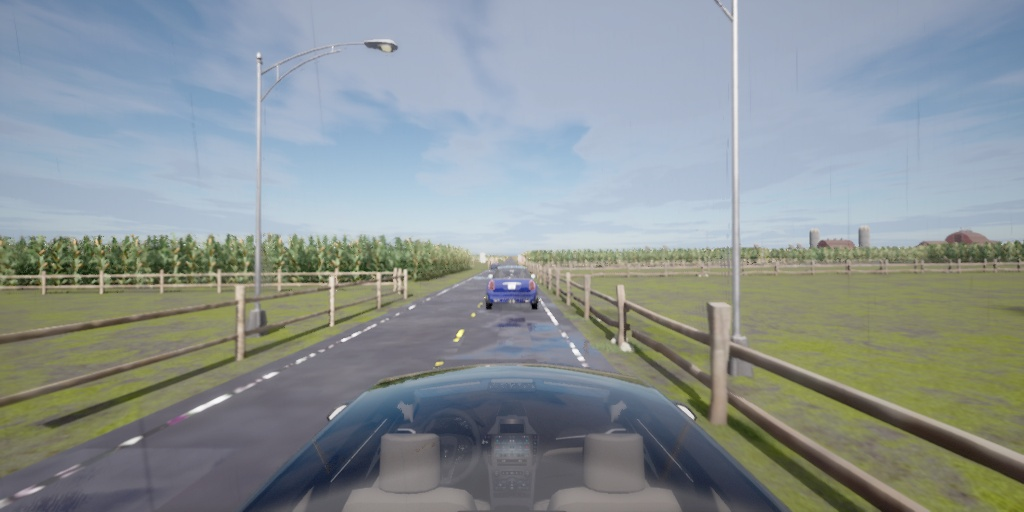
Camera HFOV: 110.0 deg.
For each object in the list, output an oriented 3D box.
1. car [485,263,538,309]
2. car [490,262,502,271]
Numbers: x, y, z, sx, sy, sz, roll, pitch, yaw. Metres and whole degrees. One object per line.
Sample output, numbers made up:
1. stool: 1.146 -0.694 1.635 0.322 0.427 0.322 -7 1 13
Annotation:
1. car: -0.005 1.232 15.924 2.097 1.767 4.553 0 -1 0
2. car: -2.786 1.857 63.910 1.994 1.385 4.181 0 -1 0
